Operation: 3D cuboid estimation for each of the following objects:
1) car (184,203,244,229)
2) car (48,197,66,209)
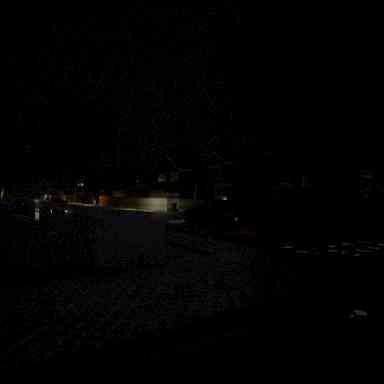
[{"bbox_3d":[1.332,1.490,22.093,1.882,1.535,5.008,0,0,-32],"label":"car"},{"bbox_3d":[-19.042,1.514,46.627,1.837,1.490,4.892,0,0,-35],"label":"car"}]
